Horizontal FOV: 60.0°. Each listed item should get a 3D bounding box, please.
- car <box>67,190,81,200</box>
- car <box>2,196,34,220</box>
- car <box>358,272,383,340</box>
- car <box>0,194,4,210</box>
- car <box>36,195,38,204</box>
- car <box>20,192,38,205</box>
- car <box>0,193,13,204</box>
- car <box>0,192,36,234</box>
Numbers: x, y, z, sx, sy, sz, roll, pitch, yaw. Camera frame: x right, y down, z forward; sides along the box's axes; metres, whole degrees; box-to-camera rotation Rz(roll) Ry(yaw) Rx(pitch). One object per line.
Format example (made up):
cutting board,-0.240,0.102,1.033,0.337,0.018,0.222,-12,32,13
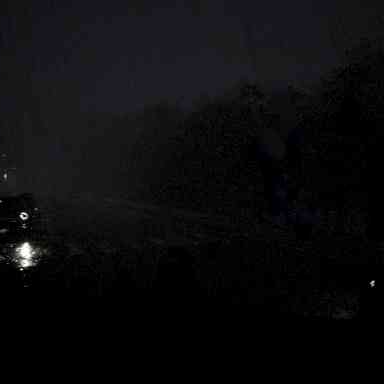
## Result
car,-20.247,0.452,57.048,1.882,1.535,5.008,-1,1,-24
car,-12.801,1.110,24.668,1.812,1.442,4.674,-1,1,-24
car,4.084,1.397,3.636,1.994,1.385,4.181,-1,1,-24
car,-20.355,0.981,33.474,2.128,1.511,4.902,-1,1,-24
car,-16.994,0.941,33.925,1.837,1.490,4.892,-1,1,-24
car,-21.177,0.764,43.268,1.882,1.535,5.008,-1,1,-24
car,-25.604,0.866,45.203,1.994,1.385,4.181,-1,1,-24
car,-9.098,1.069,16.479,2.097,1.767,4.553,-1,1,-24
